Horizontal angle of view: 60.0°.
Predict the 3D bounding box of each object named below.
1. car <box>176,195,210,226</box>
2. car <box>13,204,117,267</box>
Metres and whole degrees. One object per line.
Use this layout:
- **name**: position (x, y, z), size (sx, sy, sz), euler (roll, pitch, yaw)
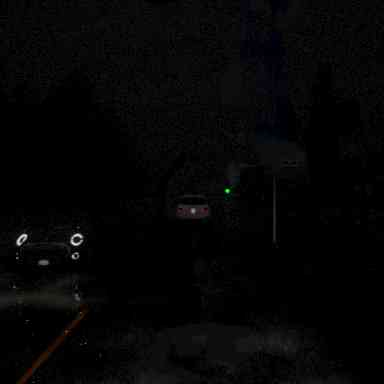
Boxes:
- **car**: position (0.083, 1.221, 23.309), size (2.150, 2.045, 5.566), euler (0, 0, 0)
- **car**: position (-4.061, 1.351, 11.369), size (2.097, 1.767, 4.553), euler (0, 0, 0)
